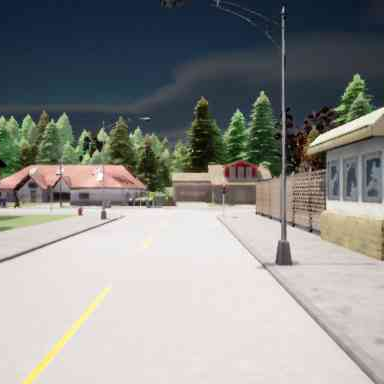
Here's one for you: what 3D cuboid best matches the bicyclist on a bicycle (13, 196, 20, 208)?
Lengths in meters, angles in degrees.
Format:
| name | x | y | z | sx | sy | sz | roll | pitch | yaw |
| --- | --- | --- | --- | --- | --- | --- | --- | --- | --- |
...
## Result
| name | x | y | z | sx | sy | sz | roll | pitch | yaw |
| --- | --- | --- | --- | --- | --- | --- | --- | --- | --- |
| bicyclist on a bicycle | -23.984 | 1.323 | 45.502 | 0.582 | 1.620 | 1.656 | 0 | 0 | 0 |
